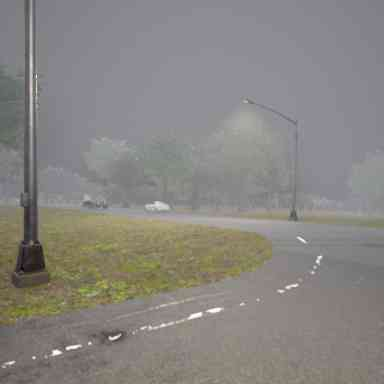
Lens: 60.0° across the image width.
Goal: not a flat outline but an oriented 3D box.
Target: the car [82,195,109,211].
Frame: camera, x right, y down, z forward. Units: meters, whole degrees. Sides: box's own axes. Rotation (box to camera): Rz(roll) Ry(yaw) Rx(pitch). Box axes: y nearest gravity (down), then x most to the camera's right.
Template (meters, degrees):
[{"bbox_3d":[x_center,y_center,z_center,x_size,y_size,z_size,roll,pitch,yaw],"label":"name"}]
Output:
[{"bbox_3d":[-13.156,1.398,45.054,2.150,2.045,5.566,4,-3,-35],"label":"car"}]

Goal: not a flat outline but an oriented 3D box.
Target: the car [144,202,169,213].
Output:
[{"bbox_3d":[-4.812,2.044,45.266,1.812,1.442,4.674,4,-3,-35],"label":"car"}]
